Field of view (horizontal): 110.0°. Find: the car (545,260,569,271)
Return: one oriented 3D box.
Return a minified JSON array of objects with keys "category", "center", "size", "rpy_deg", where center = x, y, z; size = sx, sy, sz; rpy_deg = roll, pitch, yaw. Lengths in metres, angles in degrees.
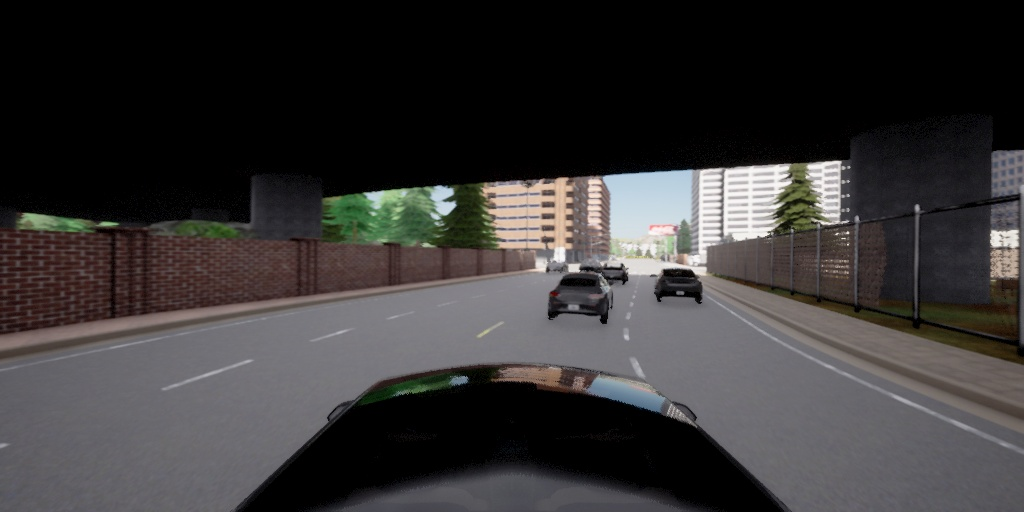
[{"category":"car","center":[5.165,1.211,40.652],"size":[2.128,1.511,4.902],"rpy_deg":[1,0,21]}]

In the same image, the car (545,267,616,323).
[{"category":"car","center":[2.433,1.278,12.263],"size":[1.812,1.442,4.674],"rpy_deg":[1,0,18]}]

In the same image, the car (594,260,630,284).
[{"category":"car","center":[7.852,1.268,27.427],"size":[2.128,1.511,4.902],"rpy_deg":[1,0,20]}]

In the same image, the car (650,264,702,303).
[{"category":"car","center":[7.846,1.303,17.232],"size":[1.837,1.490,4.892],"rpy_deg":[1,0,20]}]

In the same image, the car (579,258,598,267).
[{"category":"car","center":[8.933,1.110,40.691],"size":[2.097,1.767,4.553],"rpy_deg":[1,0,20]}]
